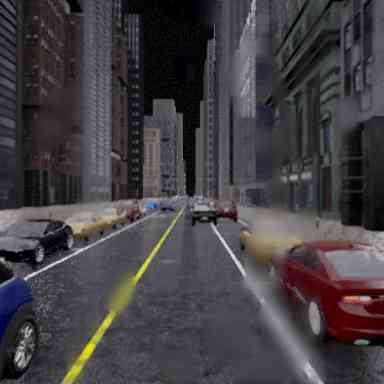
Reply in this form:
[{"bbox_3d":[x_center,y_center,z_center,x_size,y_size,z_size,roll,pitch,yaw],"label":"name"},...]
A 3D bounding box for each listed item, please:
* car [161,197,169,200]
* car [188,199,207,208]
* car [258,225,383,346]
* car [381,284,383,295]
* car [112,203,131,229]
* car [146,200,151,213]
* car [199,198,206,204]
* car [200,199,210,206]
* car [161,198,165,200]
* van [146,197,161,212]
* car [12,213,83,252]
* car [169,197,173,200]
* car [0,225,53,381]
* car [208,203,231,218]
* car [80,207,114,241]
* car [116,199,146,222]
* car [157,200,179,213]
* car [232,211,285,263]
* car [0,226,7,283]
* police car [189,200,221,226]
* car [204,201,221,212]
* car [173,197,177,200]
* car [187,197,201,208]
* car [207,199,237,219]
[{"bbox_3d":[-5.722,1.868,57.292,2.192,1.841,5.009,0,-1,0],"label":"car"},{"bbox_3d":[0.806,1.819,35.971,1.882,1.535,5.008,0,-1,-2],"label":"car"},{"bbox_3d":[2.765,1.606,6.528,1.887,1.381,4.507,0,-1,0],"label":"car"},{"bbox_3d":[2.761,1.554,0.887,1.887,1.381,4.507,0,-1,0],"label":"car"},{"bbox_3d":[-5.747,1.743,23.278,1.752,1.417,4.829,0,-1,0],"label":"car"},{"bbox_3d":[-5.738,1.852,34.559,1.752,1.417,4.829,0,-1,0],"label":"car"},{"bbox_3d":[2.831,2.445,91.131,1.887,1.381,4.507,0,-1,0],"label":"car"},{"bbox_3d":[2.817,2.292,74.210,1.947,1.339,4.313,0,-1,0],"label":"car"},{"bbox_3d":[-5.725,2.046,51.649,2.008,1.369,4.403,0,-1,0],"label":"car"},{"bbox_3d":[-5.730,1.780,46.012,1.690,1.788,3.998,0,-1,0],"label":"van"},{"bbox_3d":[-5.756,1.679,12.166,1.947,1.339,4.313,0,-1,0],"label":"car"},{"bbox_3d":[-5.713,1.983,68.573,2.192,1.841,5.009,0,-1,0],"label":"car"},{"bbox_3d":[-3.098,1.376,2.521,2.097,1.767,4.553,0,-1,0],"label":"car"},{"bbox_3d":[2.787,1.879,34.729,2.008,1.369,4.403,0,-1,0],"label":"car"},{"bbox_3d":[-5.752,1.690,17.637,1.752,1.417,4.829,0,-1,0],"label":"car"},{"bbox_3d":[-5.743,1.588,29.090,2.192,1.841,5.009,0,-1,0],"label":"car"},{"bbox_3d":[-3.057,2.017,43.718,1.895,1.301,4.718,0,-1,0],"label":"car"},{"bbox_3d":[2.769,1.641,12.338,1.752,1.417,4.829,0,-1,0],"label":"car"},{"bbox_3d":[-5.760,1.585,6.356,1.752,1.417,4.829,0,-1,0],"label":"car"},{"bbox_3d":[0.907,1.670,26.110,1.930,1.638,5.238,0,-1,0],"label":"police car"},{"bbox_3d":[2.796,1.990,46.009,2.008,1.369,4.403,0,-1,0],"label":"car"},{"bbox_3d":[-5.699,2.408,85.492,1.947,1.339,4.313,0,-1,0],"label":"car"},{"bbox_3d":[0.048,2.078,60.565,2.128,1.511,4.902,0,-1,0],"label":"car"},{"bbox_3d":[2.782,1.589,29.091,2.192,1.841,5.009,0,-1,0],"label":"car"}]
